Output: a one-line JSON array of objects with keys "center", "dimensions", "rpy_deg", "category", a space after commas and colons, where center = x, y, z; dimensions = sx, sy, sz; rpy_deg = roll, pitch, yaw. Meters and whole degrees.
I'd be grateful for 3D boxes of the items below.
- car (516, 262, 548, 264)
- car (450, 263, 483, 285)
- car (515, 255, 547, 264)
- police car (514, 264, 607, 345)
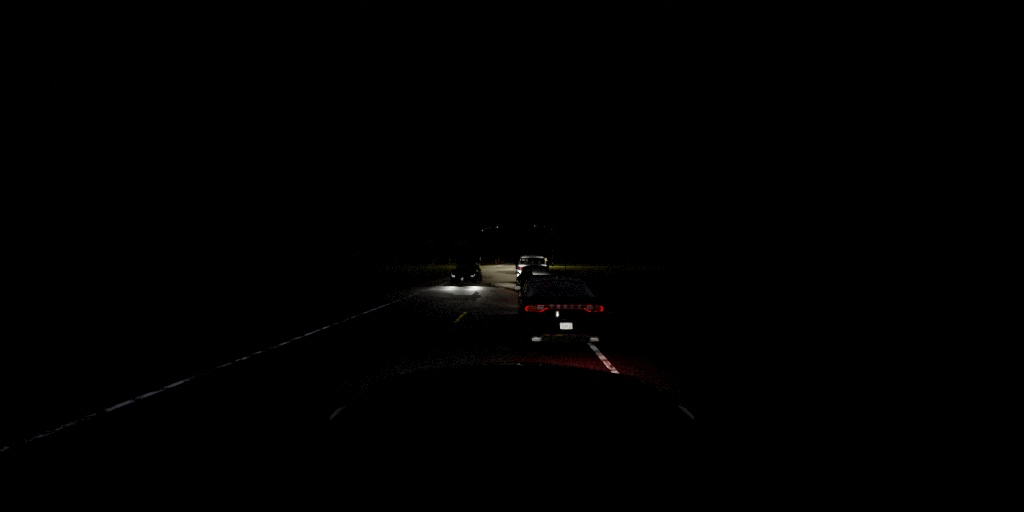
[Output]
[{"center": [1.247, 1.253, 19.511], "dimensions": [1.837, 1.490, 4.892], "rpy_deg": [0, 0, 1], "category": "car"}, {"center": [-3.228, 1.249, 26.034], "dimensions": [1.837, 1.490, 4.892], "rpy_deg": [0, 0, 2], "category": "car"}, {"center": [1.391, 0.968, 25.521], "dimensions": [2.150, 2.045, 5.566], "rpy_deg": [0, 0, 2], "category": "car"}, {"center": [1.095, 1.175, 9.651], "dimensions": [1.930, 1.638, 5.238], "rpy_deg": [0, 0, 1], "category": "police car"}]
